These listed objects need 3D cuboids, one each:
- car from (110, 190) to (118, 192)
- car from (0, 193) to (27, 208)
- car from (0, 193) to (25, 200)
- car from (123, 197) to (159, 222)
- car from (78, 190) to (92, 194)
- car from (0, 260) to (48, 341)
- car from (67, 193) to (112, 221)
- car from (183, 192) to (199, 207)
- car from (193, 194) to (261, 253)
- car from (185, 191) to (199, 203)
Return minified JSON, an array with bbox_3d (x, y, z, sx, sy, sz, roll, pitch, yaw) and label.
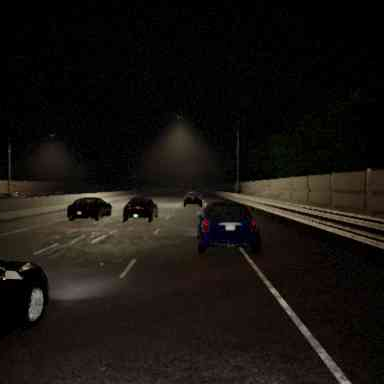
[{"bbox_3d":[-17.474,0.317,74.623,1.812,1.442,4.674,0,1,0],"label":"car"},{"bbox_3d":[-21.077,0.877,37.844,2.128,1.511,4.902,0,1,0],"label":"car"},{"bbox_3d":[-17.586,0.970,31.751,2.128,1.511,4.902,0,1,0],"label":"car"},{"bbox_3d":[-3.392,1.130,22.434,1.837,1.490,4.892,0,1,0],"label":"car"},{"bbox_3d":[-24.473,0.205,76.036,1.895,1.301,4.718,0,1,0],"label":"car"},{"bbox_3d":[-3.398,1.436,3.834,1.837,1.490,4.892,0,1,0],"label":"car"},{"bbox_3d":[-6.892,1.096,22.829,1.882,1.535,5.008,0,1,0],"label":"car"},{"bbox_3d":[0.085,0.724,38.730,2.097,1.767,4.553,0,1,0],"label":"car"},{"bbox_3d":[1.229,1.133,12.815,2.097,1.767,4.553,0,1,0],"label":"car"},{"bbox_3d":[0.023,0.692,49.559,1.882,1.535,5.008,0,1,0],"label":"car"}]
